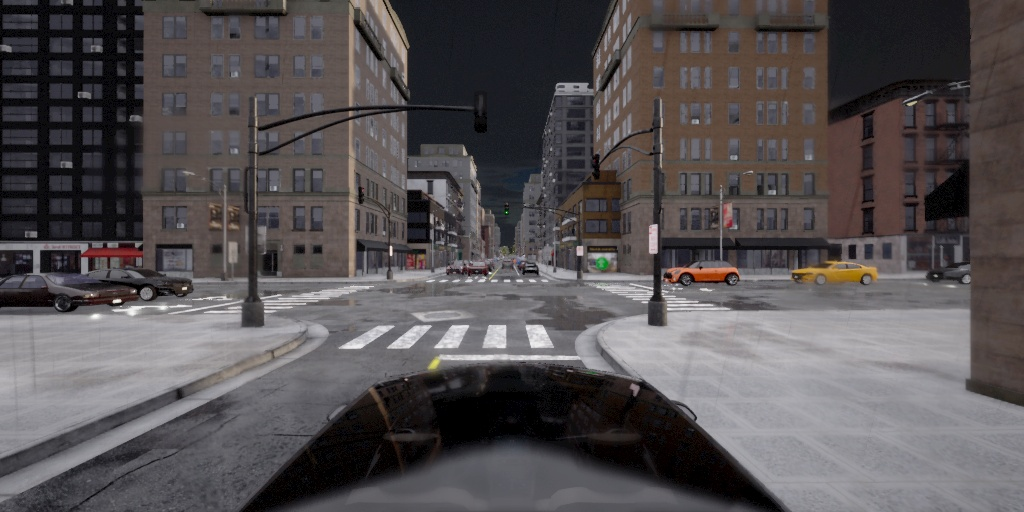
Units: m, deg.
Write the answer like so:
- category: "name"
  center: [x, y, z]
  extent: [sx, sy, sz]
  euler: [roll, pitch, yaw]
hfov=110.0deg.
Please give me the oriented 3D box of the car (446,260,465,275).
- category: "car"
  center: [-6.041, 1.229, 39.550]
  extent: [1.967, 1.591, 4.097]
  euler: [0, 0, 0]

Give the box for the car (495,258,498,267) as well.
- category: "car"
  center: [-3.637, 1.424, 57.479]
  extent: [1.895, 1.301, 4.718]
  euler: [0, 0, 0]

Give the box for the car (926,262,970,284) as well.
- category: "car"
  center: [31.345, 1.129, 24.475]
  extent: [4.892, 1.490, 1.837]
  euler: [0, 0, -1]

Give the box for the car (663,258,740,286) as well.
- category: "car"
  center: [12.677, 1.054, 24.230]
  extent: [4.553, 1.767, 2.097]
  euler: [0, 0, -1]

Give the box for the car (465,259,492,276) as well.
- category: "car"
  center: [-3.489, 1.264, 37.746]
  extent: [1.882, 1.535, 5.008]
  euler: [0, 0, 0]

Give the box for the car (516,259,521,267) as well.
- category: "car"
  center: [1.894, 1.391, 50.637]
  extent: [1.802, 1.307, 4.207]
  euler: [0, 0, 0]

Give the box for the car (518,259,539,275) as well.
- category: "car"
  center: [1.984, 1.355, 39.615]
  extent: [1.948, 1.339, 4.313]
  euler: [0, 0, 0]

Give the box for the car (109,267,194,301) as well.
- category: "car"
  center: [-18.162, 1.290, 17.121]
  extent: [5.008, 1.535, 1.882]
  euler: [0, 0, -1]

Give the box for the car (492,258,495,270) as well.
- category: "car"
  center: [-3.564, 1.308, 47.340]
  extent: [1.837, 1.490, 4.892]
  euler: [0, 0, 0]

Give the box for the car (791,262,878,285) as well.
- category: "car"
  center: [21.780, 1.142, 24.353]
  extent: [5.008, 1.535, 1.882]
  euler: [0, 0, -1]

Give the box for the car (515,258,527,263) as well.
- category: "car"
  center: [1.849, 1.386, 56.147]
  extent: [1.948, 1.339, 4.313]
  euler: [0, 0, 0]

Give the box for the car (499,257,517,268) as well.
- category: "car"
  center: [-0.729, 1.322, 60.965]
  extent: [2.128, 1.511, 4.902]
  euler: [0, 0, 0]

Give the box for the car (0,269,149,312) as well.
- category: "car"
  center: [-17.809, 1.352, 13.903]
  extent: [5.357, 1.411, 2.033]
  euler: [0, 0, 3]
